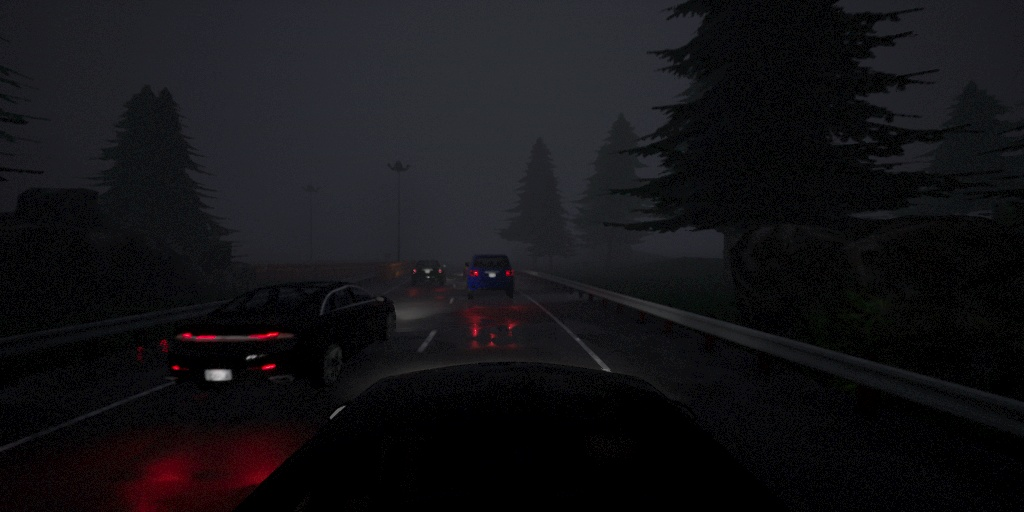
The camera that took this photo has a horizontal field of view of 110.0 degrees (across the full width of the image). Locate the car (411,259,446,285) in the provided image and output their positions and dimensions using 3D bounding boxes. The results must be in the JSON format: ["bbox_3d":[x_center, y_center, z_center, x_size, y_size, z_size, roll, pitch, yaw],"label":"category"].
[{"bbox_3d":[-5.684,1.007,24.849,2.097,1.767,4.553,0,0,-8],"label":"car"}]

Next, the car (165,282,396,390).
[{"bbox_3d":[-3.664,1.222,6.784,2.128,1.511,4.902,0,0,-2],"label":"car"}]

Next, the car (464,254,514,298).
[{"bbox_3d":[-1.210,0.903,18.305,2.150,2.045,5.566,0,1,-7],"label":"car"}]
